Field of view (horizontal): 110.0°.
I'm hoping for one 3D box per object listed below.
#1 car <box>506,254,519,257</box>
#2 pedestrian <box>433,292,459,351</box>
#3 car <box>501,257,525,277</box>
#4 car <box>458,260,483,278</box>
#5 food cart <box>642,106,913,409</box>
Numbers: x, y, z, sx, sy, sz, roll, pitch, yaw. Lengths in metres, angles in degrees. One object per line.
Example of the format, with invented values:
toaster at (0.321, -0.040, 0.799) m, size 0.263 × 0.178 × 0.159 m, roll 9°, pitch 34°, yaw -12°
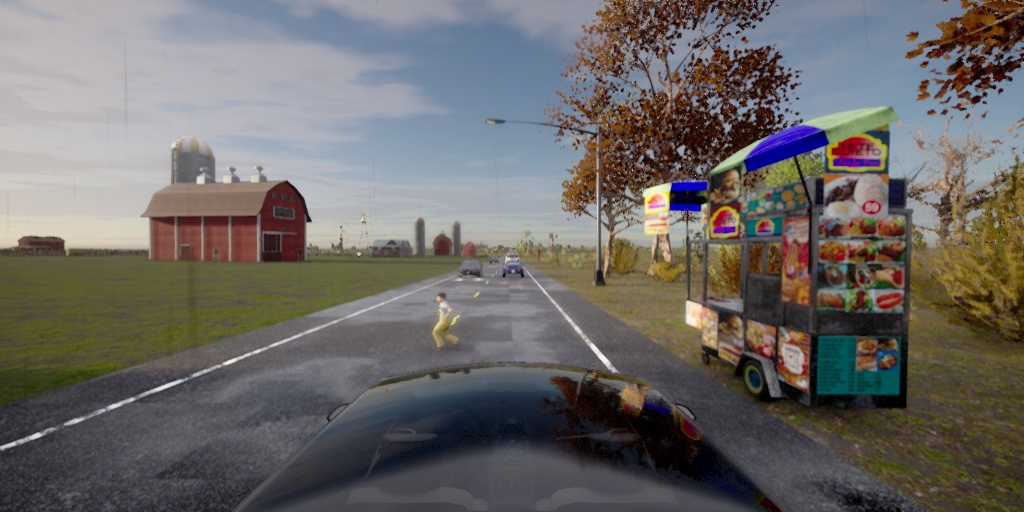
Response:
car at (0.090, 0.700, 52.725) m, size 2.150 × 2.045 × 5.566 m, roll 0°, pitch 0°, yaw 1°
pedestrian at (-1.361, 1.297, 7.414) m, size 0.375 × 1.300 × 0.375 m, roll -1°, pitch 1°, yaw -3°
car at (0.104, 1.113, 33.074) m, size 1.812 × 1.442 × 4.674 m, roll 0°, pitch 1°, yaw 0°
car at (-3.596, 1.100, 31.705) m, size 1.837 × 1.490 × 4.892 m, roll 0°, pitch 0°, yaw 0°
food cart at (4.001, 0.194, 6.061) m, size 2.280 × 3.560 × 4.660 m, roll 0°, pitch 0°, yaw 0°
